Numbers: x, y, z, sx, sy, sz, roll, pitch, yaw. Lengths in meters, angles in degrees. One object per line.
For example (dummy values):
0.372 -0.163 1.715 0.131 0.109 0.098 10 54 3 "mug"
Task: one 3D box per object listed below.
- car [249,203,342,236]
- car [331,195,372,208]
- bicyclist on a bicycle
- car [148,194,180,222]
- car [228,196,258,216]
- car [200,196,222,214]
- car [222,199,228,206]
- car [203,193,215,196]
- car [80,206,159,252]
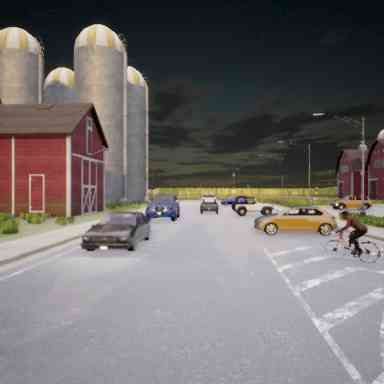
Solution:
5.441 1.502 17.849 4.193 1.474 1.816 0 0 4 "car"
19.488 1.302 40.739 4.605 1.855 1.932 0 0 4 "car"
5.119 1.438 10.709 1.656 1.620 0.582 -1 0 37 "bicyclist on a bicycle"
-2.234 1.214 27.017 2.150 2.045 5.566 0 0 3 "car"
5.661 1.306 31.341 3.866 1.878 1.905 0 0 4 "car"
1.860 1.483 35.505 2.128 1.511 4.902 0 0 3 "car"
7.076 1.468 55.506 4.611 1.667 2.242 0 0 4 "car"
2.396 1.211 46.284 2.150 2.045 5.566 0 0 4 "car"
-2.930 1.544 14.185 2.033 1.411 5.357 0 0 3 "car"
